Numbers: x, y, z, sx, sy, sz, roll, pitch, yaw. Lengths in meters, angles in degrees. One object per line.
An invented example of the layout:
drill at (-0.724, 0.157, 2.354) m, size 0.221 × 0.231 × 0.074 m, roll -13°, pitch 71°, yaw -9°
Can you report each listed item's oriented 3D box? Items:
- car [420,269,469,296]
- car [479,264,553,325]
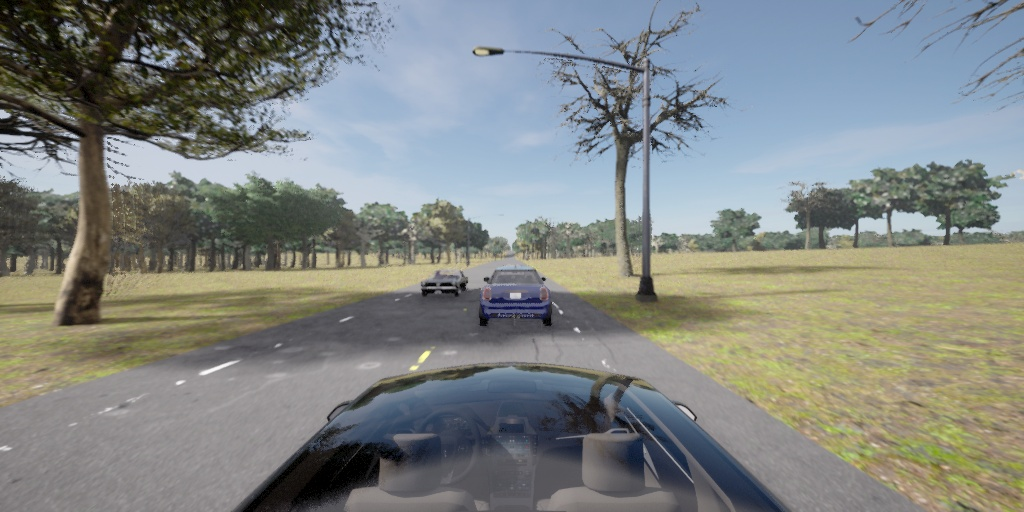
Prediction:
car at (-3.501, 1.404, 19.235) m, size 1.895 × 1.301 × 4.718 m, roll 0°, pitch 0°, yaw 0°
car at (0.100, 1.105, 11.963) m, size 2.097 × 1.767 × 4.553 m, roll 0°, pitch 0°, yaw 0°
